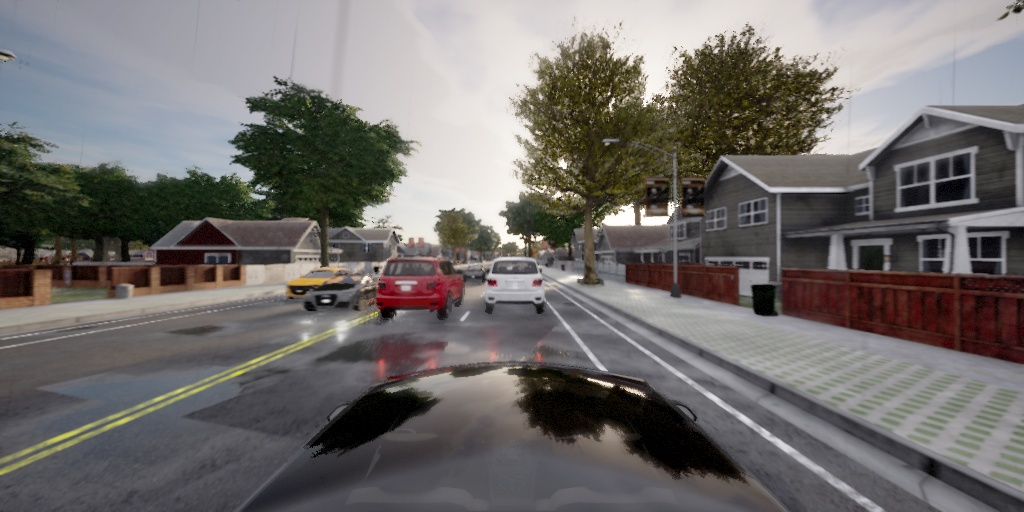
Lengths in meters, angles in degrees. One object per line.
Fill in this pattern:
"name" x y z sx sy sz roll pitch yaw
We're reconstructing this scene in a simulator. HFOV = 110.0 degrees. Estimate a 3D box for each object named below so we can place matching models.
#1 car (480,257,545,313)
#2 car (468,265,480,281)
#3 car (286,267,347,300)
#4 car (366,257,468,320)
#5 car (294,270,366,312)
"car" 0.100 1.088 14.803 2.150 2.045 5.566 0 -1 0
"car" -3.148 1.516 31.786 2.128 1.511 4.902 0 -1 0
"car" -9.841 1.382 19.095 1.882 1.535 5.008 0 -1 0
"car" -3.149 1.074 13.341 2.150 2.045 5.566 0 -1 0
"car" -6.596 1.429 14.703 1.994 1.385 4.181 0 -1 0
